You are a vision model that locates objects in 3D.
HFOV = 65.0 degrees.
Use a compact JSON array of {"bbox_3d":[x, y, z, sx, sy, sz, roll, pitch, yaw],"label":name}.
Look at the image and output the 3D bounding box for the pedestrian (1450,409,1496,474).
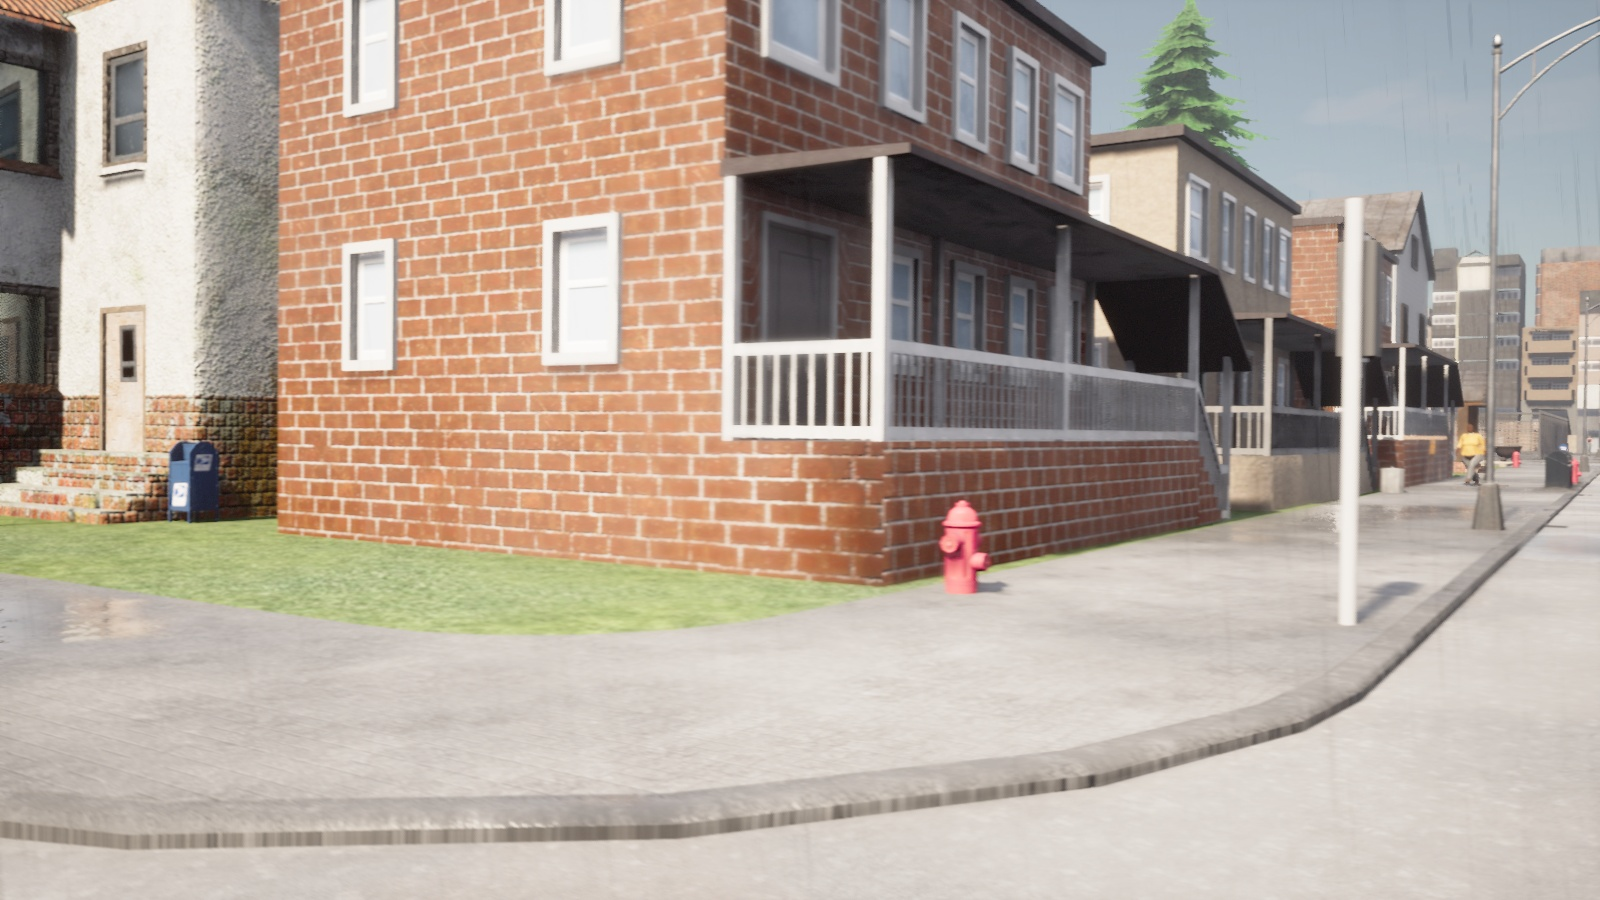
[{"bbox_3d":[19.403,-0.247,36.203,0.900,1.855,0.874,-1,1,-40],"label":"pedestrian"}]
